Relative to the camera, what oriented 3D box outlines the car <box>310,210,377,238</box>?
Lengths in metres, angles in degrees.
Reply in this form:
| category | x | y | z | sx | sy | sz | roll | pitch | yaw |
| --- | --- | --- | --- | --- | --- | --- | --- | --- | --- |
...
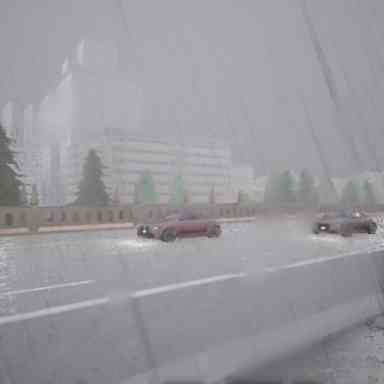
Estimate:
| category | x | y | z | sx | sy | sz | roll | pitch | yaw |
| --- | --- | --- | --- | --- | --- | --- | --- | --- | --- |
| car | 8.549 | 1.731 | 18.722 | 4.181 | 1.385 | 1.994 | 1 | 0 | -36 |

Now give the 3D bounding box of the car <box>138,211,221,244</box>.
| category | x | y | z | sx | sy | sz | roll | pitch | yaw |
| --- | --- | --- | --- | --- | --- | --- | --- | --- | --- |
| car | -0.559 | 1.653 | 16.507 | 4.181 | 1.385 | 1.994 | 1 | 0 | -36 |
